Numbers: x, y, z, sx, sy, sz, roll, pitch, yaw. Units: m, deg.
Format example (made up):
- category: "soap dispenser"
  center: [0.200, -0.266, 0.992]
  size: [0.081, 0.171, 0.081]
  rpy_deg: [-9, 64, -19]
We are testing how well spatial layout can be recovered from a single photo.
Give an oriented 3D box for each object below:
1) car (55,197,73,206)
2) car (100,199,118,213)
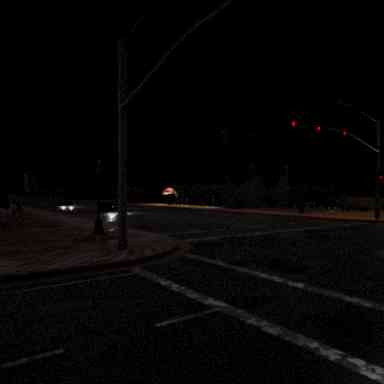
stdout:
- category: "car"
  center: [-20.832, 1.568, 54.165]
  size: [1.994, 1.385, 4.181]
  rpy_deg: [0, 0, -35]
- category: "car"
  center: [-9.065, 1.518, 37.543]
  size: [1.812, 1.442, 4.674]
  rpy_deg: [0, 0, -36]
